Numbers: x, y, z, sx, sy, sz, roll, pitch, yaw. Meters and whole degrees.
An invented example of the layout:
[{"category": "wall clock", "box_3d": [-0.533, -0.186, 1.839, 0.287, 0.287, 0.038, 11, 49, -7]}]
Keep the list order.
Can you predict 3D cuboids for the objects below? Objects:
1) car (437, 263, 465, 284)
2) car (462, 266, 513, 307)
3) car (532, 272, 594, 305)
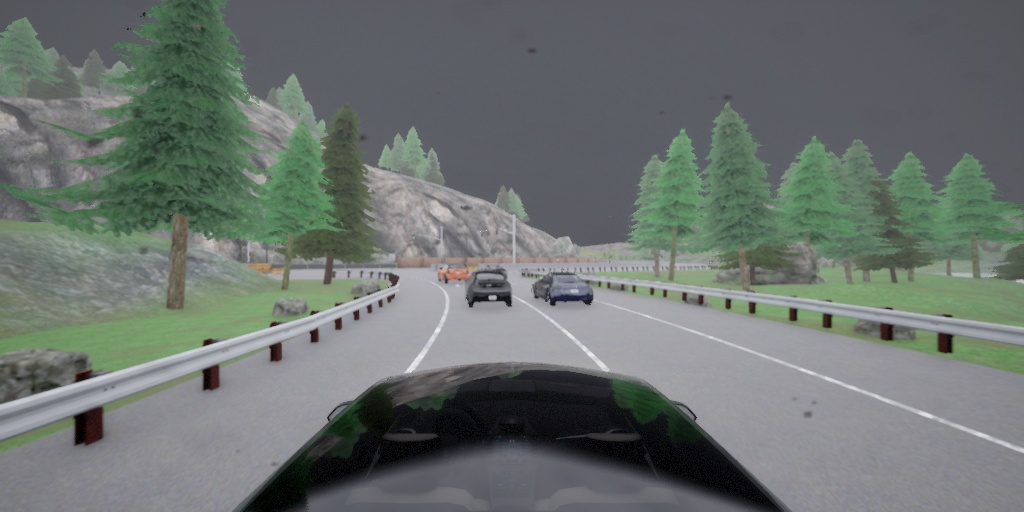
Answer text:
[{"category": "car", "box_3d": [-5.101, 1.388, 31.004, 2.097, 1.767, 4.553, 0, -1, -20]}, {"category": "car", "box_3d": [-1.172, 1.401, 16.456, 1.837, 1.490, 4.892, 0, 0, -10]}, {"category": "car", "box_3d": [2.283, 1.459, 17.006, 1.994, 1.385, 4.181, 0, -1, -10]}]
